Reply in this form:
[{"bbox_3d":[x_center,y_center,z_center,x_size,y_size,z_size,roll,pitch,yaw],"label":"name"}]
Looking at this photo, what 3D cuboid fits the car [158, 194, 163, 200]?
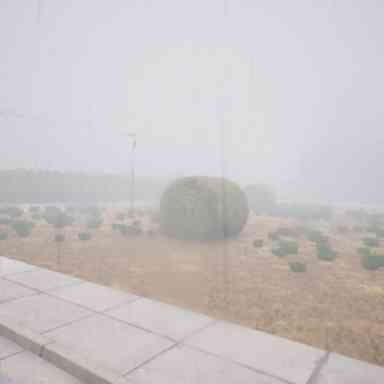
[{"bbox_3d":[-3.666,0.636,53.841,1.994,1.385,4.181,2,1,33],"label":"car"}]
